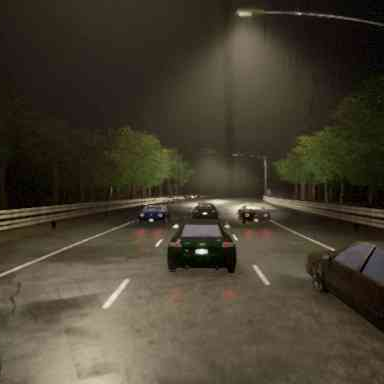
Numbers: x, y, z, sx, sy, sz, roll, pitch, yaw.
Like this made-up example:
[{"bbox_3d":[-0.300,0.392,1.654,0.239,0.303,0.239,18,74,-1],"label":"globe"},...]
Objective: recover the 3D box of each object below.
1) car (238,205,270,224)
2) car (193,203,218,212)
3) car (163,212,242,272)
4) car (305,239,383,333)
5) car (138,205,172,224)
[{"bbox_3d":[4.436,1.599,24.459,1.895,1.301,4.718,0,0,4],"label":"car"},{"bbox_3d":[1.084,1.558,26.628,1.994,1.385,4.181,0,0,4],"label":"car"},{"bbox_3d":[0.311,1.561,10.875,1.994,1.385,4.181,0,0,2],"label":"car"},{"bbox_3d":[3.672,1.549,5.787,2.033,1.411,5.357,0,0,1],"label":"car"},{"bbox_3d":[-2.580,1.591,24.425,1.895,1.301,4.718,0,0,4],"label":"car"}]
